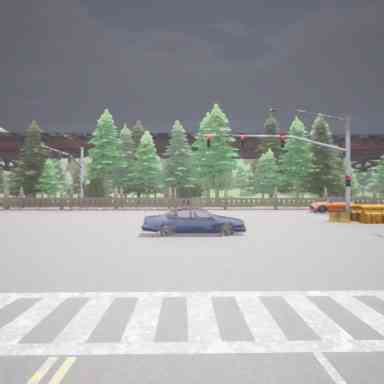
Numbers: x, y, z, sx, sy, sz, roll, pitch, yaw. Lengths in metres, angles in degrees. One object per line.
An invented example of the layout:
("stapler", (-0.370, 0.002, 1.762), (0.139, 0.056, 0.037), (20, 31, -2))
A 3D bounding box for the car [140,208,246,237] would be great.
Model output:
("car", (0.056, 1.547, 17.369), (5.357, 1.411, 2.033), (0, 0, -2))

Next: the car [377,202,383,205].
("car", (16.876, 1.564, 28.586), (4.181, 1.385, 1.994), (0, 0, -2))

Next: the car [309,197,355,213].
("car", (14.912, 1.352, 35.534), (4.553, 1.767, 2.097), (0, 0, -2))
